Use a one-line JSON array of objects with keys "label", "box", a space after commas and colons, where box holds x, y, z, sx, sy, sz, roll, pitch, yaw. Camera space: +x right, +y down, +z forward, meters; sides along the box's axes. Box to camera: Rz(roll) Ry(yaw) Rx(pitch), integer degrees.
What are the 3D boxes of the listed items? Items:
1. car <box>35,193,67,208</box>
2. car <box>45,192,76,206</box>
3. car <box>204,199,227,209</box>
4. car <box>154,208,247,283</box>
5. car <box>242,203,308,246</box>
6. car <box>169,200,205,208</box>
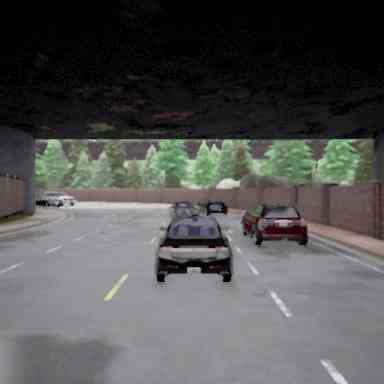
[{"label": "car", "box": [-18.846, 1.287, 42.921, 4.902, 1.511, 2.128, 0, 0, 35]}, {"label": "car", "box": [-18.919, 0.995, 47.268, 5.566, 2.045, 2.150, 0, 0, 31]}, {"label": "car", "box": [1.724, 1.346, 30.522, 2.128, 1.511, 4.902, 0, 0, -15]}, {"label": "car", "box": [0.059, 1.446, 9.506, 2.128, 1.511, 4.902, 0, 0, 0]}, {"label": "car", "box": [3.570, 1.281, 15.121, 2.097, 1.767, 4.553, 0, 0, 0]}, {"label": "car", "box": [-0.712, 1.424, 25.775, 2.033, 1.411, 5.357, 0, 0, -9]}]
